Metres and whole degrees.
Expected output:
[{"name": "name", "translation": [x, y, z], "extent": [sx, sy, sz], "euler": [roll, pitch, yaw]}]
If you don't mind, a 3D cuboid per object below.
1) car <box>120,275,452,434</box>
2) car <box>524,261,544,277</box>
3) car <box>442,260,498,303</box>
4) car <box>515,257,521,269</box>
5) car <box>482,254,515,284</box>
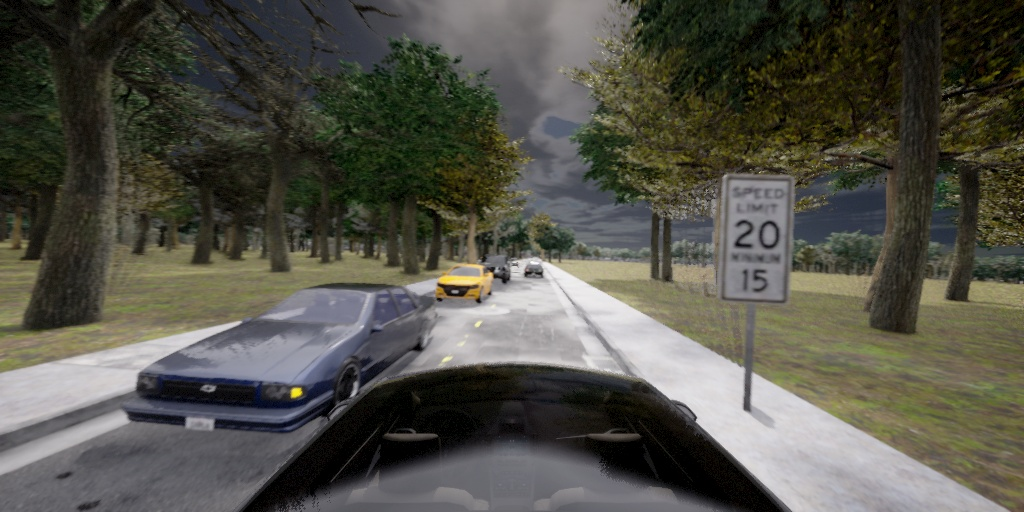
[{"name": "car", "translation": [-2.707, 1.172, 5.976], "extent": [2.033, 1.411, 5.357], "euler": [3, 0, 4]}, {"name": "car", "translation": [2.242, 1.412, 36.240], "extent": [1.895, 1.301, 4.718], "euler": [3, 0, 4]}, {"name": "car", "translation": [-2.005, 1.118, 16.320], "extent": [1.882, 1.535, 5.008], "euler": [3, 0, 4]}, {"name": "car", "translation": [0.038, 0.825, 44.928], "extent": [1.837, 1.490, 4.892], "euler": [3, 0, 4]}, {"name": "car", "translation": [-1.273, 0.882, 26.876], "extent": [2.150, 2.045, 5.566], "euler": [3, 0, 4]}]
